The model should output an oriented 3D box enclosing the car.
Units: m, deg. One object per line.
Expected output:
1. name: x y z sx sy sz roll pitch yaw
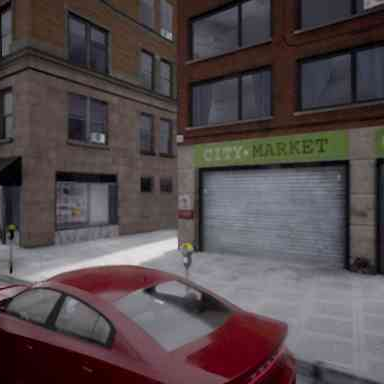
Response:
1. car: -1.133 1.555 3.887 4.507 1.381 1.887 0 0 36
